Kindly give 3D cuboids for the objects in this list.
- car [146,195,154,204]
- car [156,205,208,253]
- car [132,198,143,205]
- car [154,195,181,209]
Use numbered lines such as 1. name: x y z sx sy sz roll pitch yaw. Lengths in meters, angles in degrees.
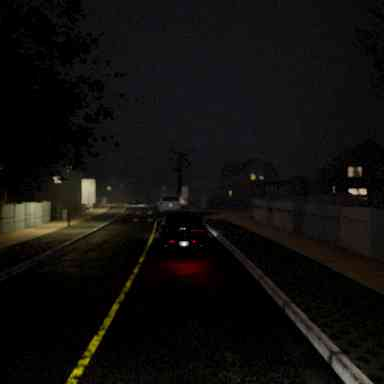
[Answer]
1. car: -9.316 1.881 74.548 2.033 1.411 5.357 0 0 -7
2. car: -0.413 1.511 13.733 1.837 1.490 4.892 0 0 -3
3. car: -10.382 1.818 63.198 1.994 1.385 4.181 0 0 -9
4. car: -2.409 1.296 33.936 2.150 2.045 5.566 0 0 -8
